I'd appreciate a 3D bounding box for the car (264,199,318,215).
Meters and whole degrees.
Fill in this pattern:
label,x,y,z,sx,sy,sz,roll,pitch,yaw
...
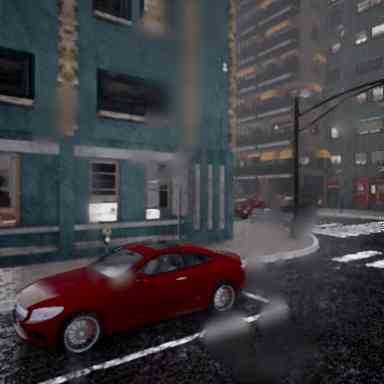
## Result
label,x,y,z,sx,sy,sz,roll,pitch,yaw
car,8.857,1.254,28.965,1.947,1.339,4.313,1,0,-36

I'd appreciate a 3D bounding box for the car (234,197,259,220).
label,x,y,z,sx,sy,sz,roll,pitch,yaw
car,2.054,0.969,24.081,2.192,1.841,5.009,1,0,-36

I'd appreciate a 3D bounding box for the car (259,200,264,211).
label,x,y,z,sx,sy,sz,roll,pitch,yaw
car,5.589,1.189,33.476,1.802,1.307,4.206,1,0,-36

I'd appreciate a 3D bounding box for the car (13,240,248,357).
label,x,y,z,sx,sy,sz,roll,pitch,yaw
car,-0.819,1.571,5.968,4.206,1.307,1.802,0,1,-36
